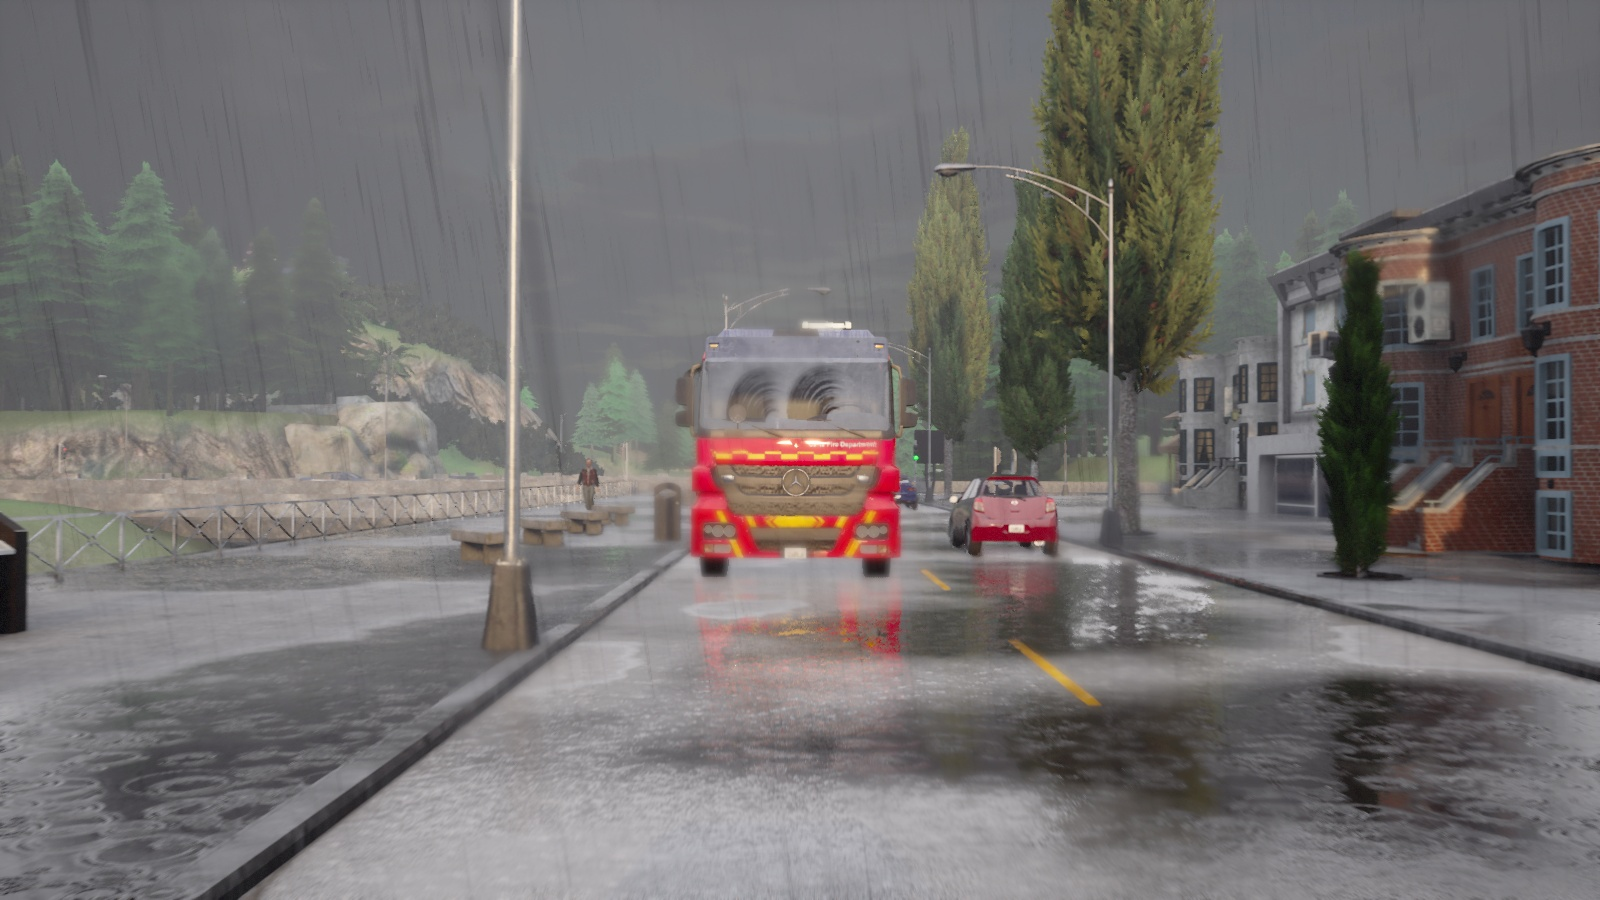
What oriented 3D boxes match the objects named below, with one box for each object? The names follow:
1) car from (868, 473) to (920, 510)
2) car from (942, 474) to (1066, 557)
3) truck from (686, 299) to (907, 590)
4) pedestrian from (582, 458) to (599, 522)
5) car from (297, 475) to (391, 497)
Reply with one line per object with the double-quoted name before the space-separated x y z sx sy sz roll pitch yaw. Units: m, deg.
"car" 3.861 1.702 52.368 1.812 1.442 4.674 0 -1 0
"car" 3.934 1.228 24.788 1.845 1.501 3.633 0 -1 0
"truck" -0.061 -0.001 20.811 2.891 3.827 8.468 0 -1 0
"pedestrian" -6.176 1.168 36.973 0.376 1.854 0.720 0 -1 -1
"car" -29.682 2.351 81.857 5.357 1.411 2.033 0 -1 0
